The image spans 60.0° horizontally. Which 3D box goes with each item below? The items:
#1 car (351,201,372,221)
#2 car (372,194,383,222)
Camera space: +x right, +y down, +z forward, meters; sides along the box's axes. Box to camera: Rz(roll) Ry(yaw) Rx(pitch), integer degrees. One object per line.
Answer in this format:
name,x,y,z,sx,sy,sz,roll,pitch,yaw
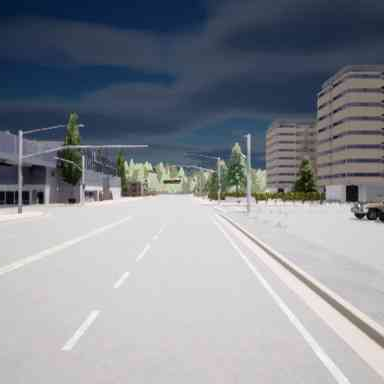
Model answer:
car,14.269,1.113,24.431,4.605,1.855,1.932,0,0,-2
car,14.289,1.116,21.536,3.866,1.878,1.905,0,0,-2
